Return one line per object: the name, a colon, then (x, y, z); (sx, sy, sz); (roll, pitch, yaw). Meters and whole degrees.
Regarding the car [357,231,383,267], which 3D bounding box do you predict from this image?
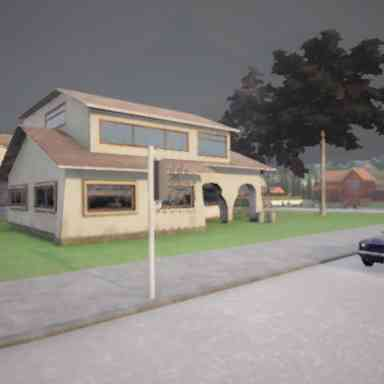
car: (7.247, 1.673, 10.804); (4.718, 1.301, 1.895); (0, -1, -40)
